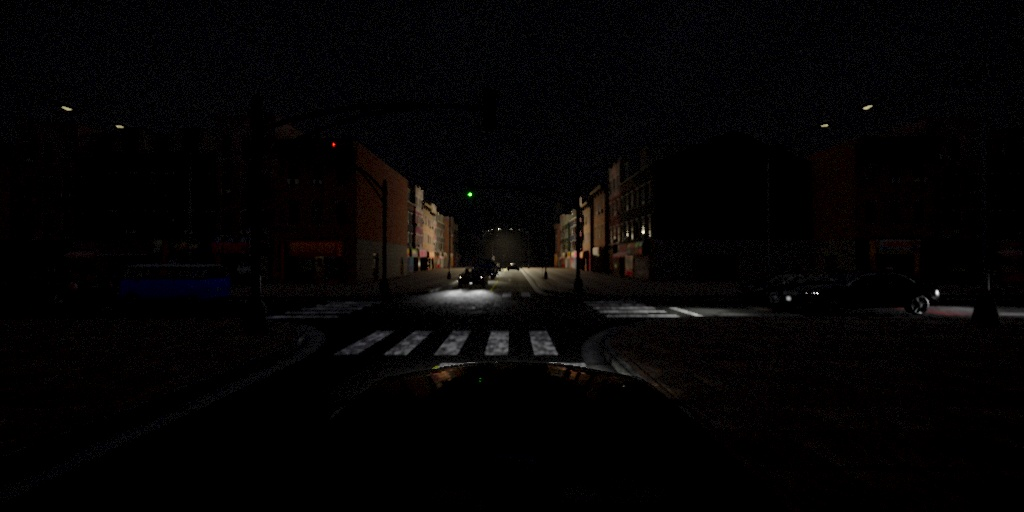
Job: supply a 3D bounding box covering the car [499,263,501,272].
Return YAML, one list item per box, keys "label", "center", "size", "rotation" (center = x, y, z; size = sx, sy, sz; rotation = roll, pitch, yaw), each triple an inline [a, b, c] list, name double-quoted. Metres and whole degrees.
- label: "car"
  center: [-2.746, 1.643, 46.615]
  size: [1.837, 1.490, 4.892]
  rotation: [0, 0, 0]

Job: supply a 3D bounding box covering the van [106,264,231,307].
- label: "van"
  center: [-14.713, 1.236, 15.710]
  size: [3.998, 1.789, 1.690]
  rotation: [0, 0, 0]

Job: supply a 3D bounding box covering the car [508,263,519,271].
- label: "car"
  center: [0.235, 1.882, 64.077]
  size: [1.994, 1.385, 4.181]
  rotation: [0, -1, 0]

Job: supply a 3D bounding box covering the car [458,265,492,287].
- label: "car"
  center: [-2.797, 1.564, 26.601]
  size: [1.895, 1.301, 4.718]
  rotation: [0, 0, 0]

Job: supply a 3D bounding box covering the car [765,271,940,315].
- label: "car"
  center: [12.658, 1.297, 13.256]
  size: [4.902, 1.511, 2.128]
  rotation: [0, -1, 0]

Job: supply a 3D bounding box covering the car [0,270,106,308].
- label: "car"
  center: [-20.189, 1.351, 15.696]
  size: [4.097, 1.591, 1.967]
  rotation: [0, 0, 0]

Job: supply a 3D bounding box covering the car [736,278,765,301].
- label: "car"
  center: [12.289, 1.379, 15.781]
  size: [4.403, 1.370, 2.007]
  rotation: [0, 0, 0]

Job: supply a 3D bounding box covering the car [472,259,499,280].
- label: "car"
  center: [-2.778, 1.271, 36.469]
  size: [2.150, 2.045, 5.566]
  rotation: [0, -1, 0]
